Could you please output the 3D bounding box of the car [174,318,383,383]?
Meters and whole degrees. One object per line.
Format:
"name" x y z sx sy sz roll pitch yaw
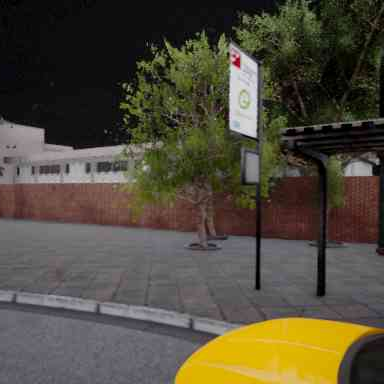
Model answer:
"car" 2.139 1.478 1.716 5.008 1.535 1.882 0 0 34
